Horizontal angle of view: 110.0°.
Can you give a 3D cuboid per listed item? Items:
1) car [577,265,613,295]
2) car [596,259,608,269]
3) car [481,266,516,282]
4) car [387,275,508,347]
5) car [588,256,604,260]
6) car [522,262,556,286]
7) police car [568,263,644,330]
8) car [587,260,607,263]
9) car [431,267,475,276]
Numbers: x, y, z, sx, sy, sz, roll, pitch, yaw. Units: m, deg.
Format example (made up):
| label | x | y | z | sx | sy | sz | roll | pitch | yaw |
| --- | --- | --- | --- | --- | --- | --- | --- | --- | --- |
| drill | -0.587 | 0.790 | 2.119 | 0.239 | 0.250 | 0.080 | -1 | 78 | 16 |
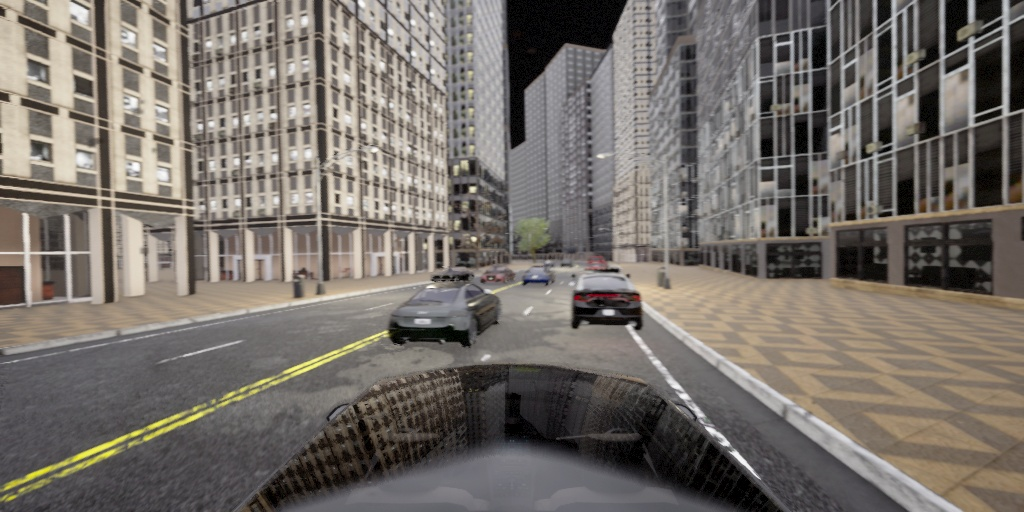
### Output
| label | x | y | z | sx | sy | sz | roll | pitch | yaw |
| --- | --- | --- | --- | --- | --- | --- | --- | --- | --- |
| car | 4.804 | 1.312 | 20.796 | 1.812 | 1.442 | 4.674 | -1 | 0 | 13 |
| car | 15.236 | 1.335 | 60.691 | 1.837 | 1.490 | 4.892 | -1 | 0 | 14 |
| car | -1.066 | 1.471 | 28.368 | 1.994 | 1.385 | 4.181 | -1 | 0 | 14 |
| car | -1.571 | 1.383 | 9.684 | 1.994 | 1.385 | 4.181 | -1 | 0 | 10 |
| car | 10.558 | 1.049 | 44.650 | 2.150 | 2.045 | 5.566 | -1 | 0 | 17 |
| car | 2.084 | 1.419 | 26.780 | 1.994 | 1.385 | 4.181 | -1 | 0 | 14 |
| police car | 2.837 | 1.187 | 11.356 | 1.930 | 1.638 | 5.238 | -1 | 0 | 11 |
| car | 6.187 | 1.275 | 26.483 | 1.882 | 1.535 | 5.008 | -1 | 0 | 14 |
| car | -4.549 | 1.555 | 27.934 | 1.895 | 1.301 | 4.718 | -1 | 0 | 14 |
